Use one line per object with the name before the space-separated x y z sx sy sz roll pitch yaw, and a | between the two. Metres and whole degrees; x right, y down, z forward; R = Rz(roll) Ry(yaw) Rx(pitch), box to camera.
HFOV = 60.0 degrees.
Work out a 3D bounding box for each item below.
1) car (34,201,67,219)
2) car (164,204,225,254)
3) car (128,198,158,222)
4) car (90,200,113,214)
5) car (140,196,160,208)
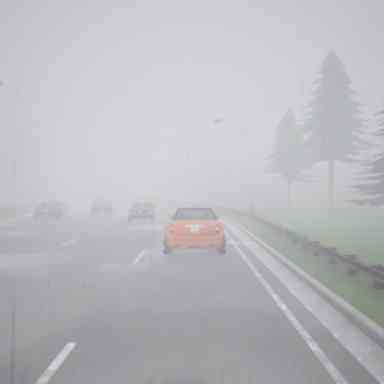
car | -11.578 1.383 27.369 1.994 1.385 4.181 0 0 -13
car | 0.094 1.265 13.203 2.097 1.767 4.553 0 0 0
car | -3.685 1.385 24.570 2.033 1.411 5.357 0 0 -6
car | -8.723 1.391 31.792 1.895 1.301 4.718 0 0 -19
car | -5.699 1.203 41.698 1.882 1.535 5.008 1 0 -30
